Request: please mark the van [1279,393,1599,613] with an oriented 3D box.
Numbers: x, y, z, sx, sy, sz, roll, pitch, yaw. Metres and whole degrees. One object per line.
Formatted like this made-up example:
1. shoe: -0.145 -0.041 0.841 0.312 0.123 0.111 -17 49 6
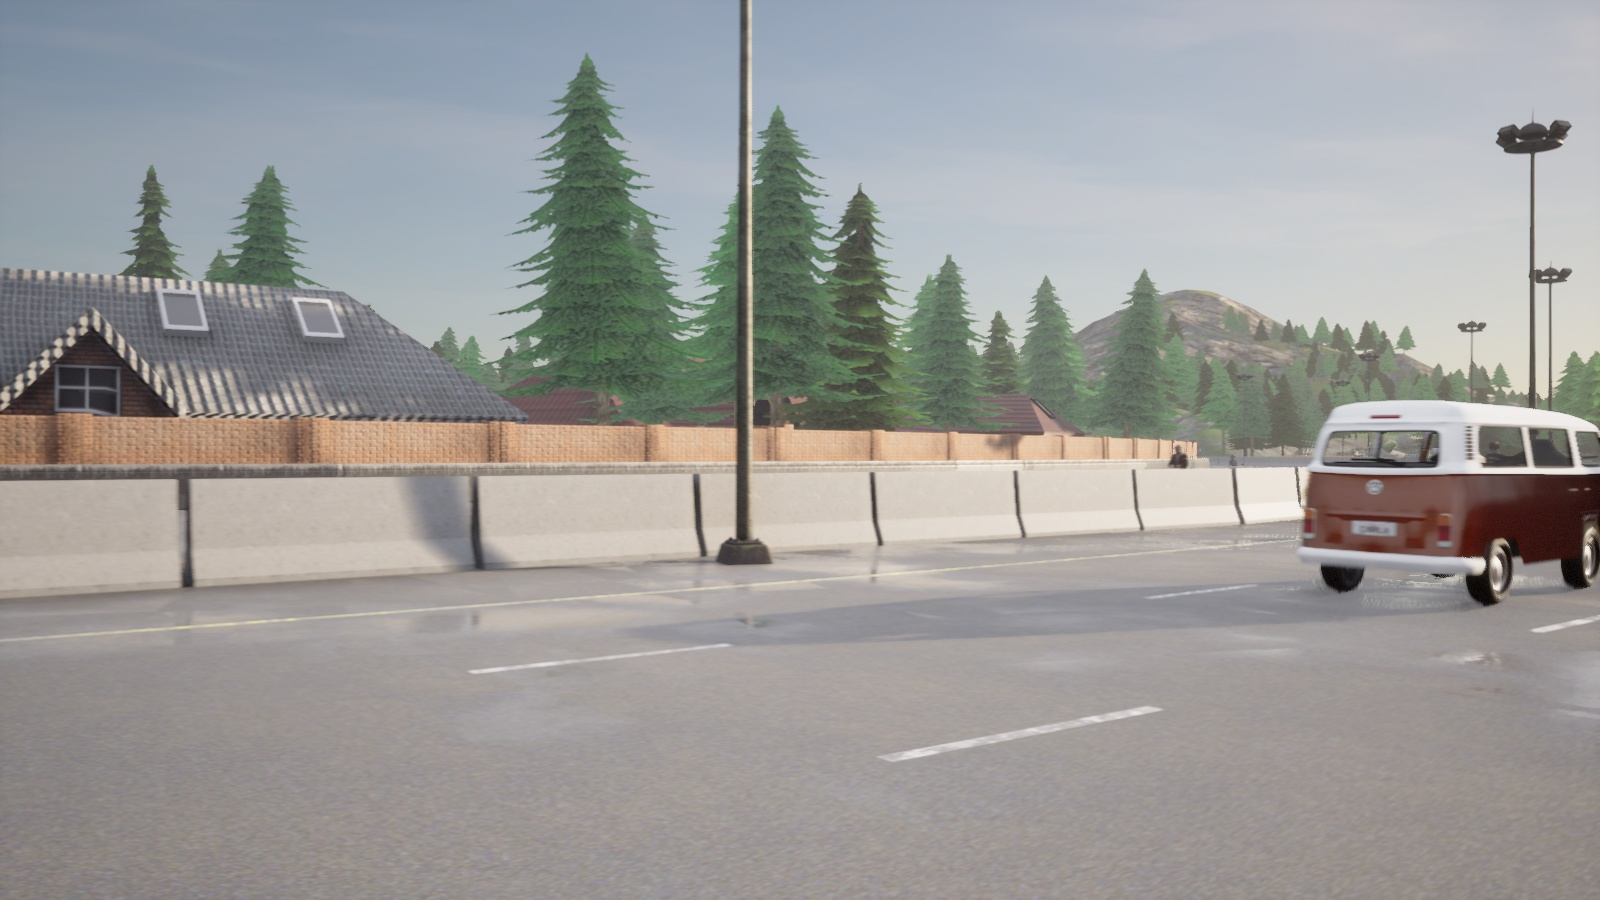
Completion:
1. van: 7.433 0.488 13.874 4.480 2.038 2.069 0 0 -40
